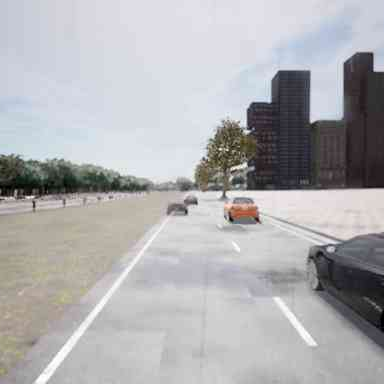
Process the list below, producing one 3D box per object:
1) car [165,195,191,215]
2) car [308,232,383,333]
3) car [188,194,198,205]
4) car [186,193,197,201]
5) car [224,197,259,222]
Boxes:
[{"bbox_3d":[-1.294,1.264,30.566,1.812,1.442,4.674,0,0,0],"label":"car"},{"bbox_3d":[3.590,1.424,5.704,1.882,1.535,5.008,0,1,0],"label":"car"},{"bbox_3d":[-0.097,1.172,49.639,1.994,1.385,4.181,0,0,1],"label":"car"},{"bbox_3d":[-0.149,1.030,66.776,2.033,1.411,5.357,0,1,0],"label":"car"},{"bbox_3d":[3.545,1.136,24.527,2.097,1.767,4.553,0,0,0],"label":"car"}]
